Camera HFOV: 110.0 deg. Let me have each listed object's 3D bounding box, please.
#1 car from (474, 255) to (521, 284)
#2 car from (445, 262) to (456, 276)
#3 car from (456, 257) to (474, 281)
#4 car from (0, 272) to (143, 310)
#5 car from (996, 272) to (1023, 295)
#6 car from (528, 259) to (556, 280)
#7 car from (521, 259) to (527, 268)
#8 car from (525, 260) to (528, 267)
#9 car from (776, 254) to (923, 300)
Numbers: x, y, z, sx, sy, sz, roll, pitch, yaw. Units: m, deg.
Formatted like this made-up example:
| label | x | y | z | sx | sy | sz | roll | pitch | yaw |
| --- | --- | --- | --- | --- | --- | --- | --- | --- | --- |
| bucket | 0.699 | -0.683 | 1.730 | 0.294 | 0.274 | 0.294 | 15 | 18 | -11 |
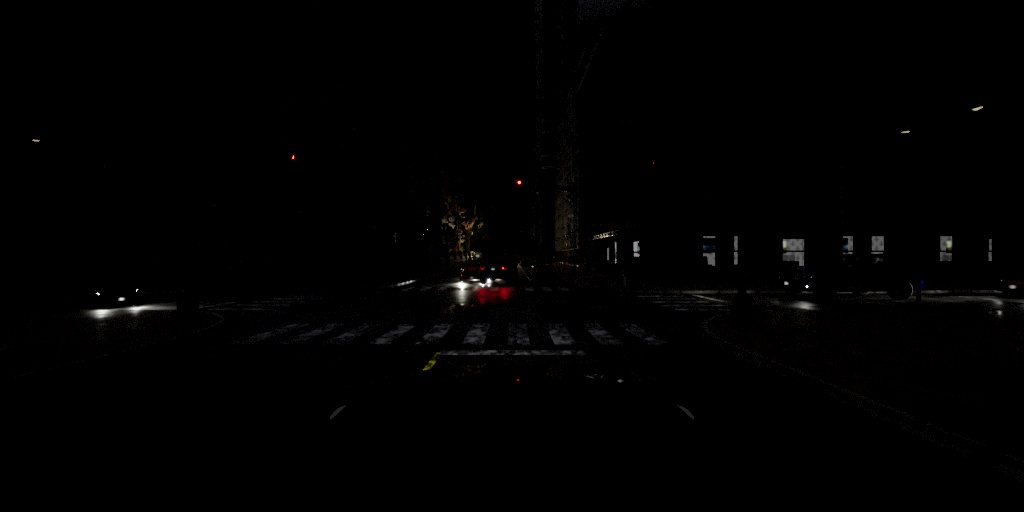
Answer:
| label | x | y | z | sx | sy | sz | roll | pitch | yaw |
| --- | --- | --- | --- | --- | --- | --- | --- | --- | --- |
| car | -0.902 | 0.973 | 26.787 | 2.150 | 2.045 | 5.566 | 0 | 0 | 8 |
| car | -5.714 | 1.297 | 36.499 | 1.888 | 1.381 | 4.507 | 0 | 0 | 0 |
| car | -3.119 | 1.104 | 29.998 | 2.097 | 1.767 | 4.553 | 0 | 0 | 0 |
| car | -18.224 | 1.340 | 14.351 | 5.357 | 1.411 | 2.033 | 0 | 0 | 1 |
| car | 25.777 | 1.164 | 16.656 | 4.902 | 1.511 | 2.128 | 0 | 0 | 1 |
| car | 2.671 | 1.191 | 30.826 | 1.967 | 1.591 | 4.097 | 0 | 0 | 0 |
| car | 2.652 | 1.315 | 59.232 | 1.948 | 1.339 | 4.313 | 0 | 0 | 0 |
| car | 2.667 | 1.318 | 36.507 | 1.948 | 1.339 | 4.313 | 0 | 0 | 0 |
| car | 15.702 | 0.925 | 16.863 | 5.566 | 2.045 | 2.150 | 0 | 0 | 1 |
